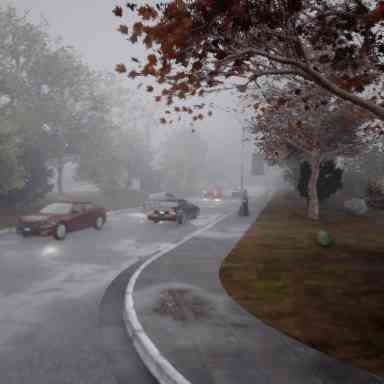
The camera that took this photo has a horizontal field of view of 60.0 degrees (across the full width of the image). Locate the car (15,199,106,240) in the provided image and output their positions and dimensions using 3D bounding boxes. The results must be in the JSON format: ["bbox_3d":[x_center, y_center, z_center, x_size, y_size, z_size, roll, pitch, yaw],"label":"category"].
[{"bbox_3d":[-5.889,1.143,15.565,1.882,1.535,5.008,1,2,15],"label":"car"}]

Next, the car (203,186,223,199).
[{"bbox_3d":[3.005,-0.055,47.697,2.097,1.767,4.553,1,3,16],"label":"car"}]

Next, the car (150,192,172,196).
[{"bbox_3d":[-2.621,0.811,27.537,1.837,1.490,4.892,1,3,15],"label":"car"}]

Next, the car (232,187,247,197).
[{"bbox_3d":[7.178,0.025,50.144,2.128,1.511,4.902,1,3,15],"label":"car"}]

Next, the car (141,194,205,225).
[{"bbox_3d":[-1.000,1.112,20.606,2.033,1.411,5.357,1,2,16],"label":"car"}]
